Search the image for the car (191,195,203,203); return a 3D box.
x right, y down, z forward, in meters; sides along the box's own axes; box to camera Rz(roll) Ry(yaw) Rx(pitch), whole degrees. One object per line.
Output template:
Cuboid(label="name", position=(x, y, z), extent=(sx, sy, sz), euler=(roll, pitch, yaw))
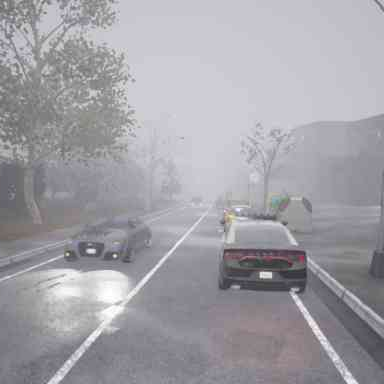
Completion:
Cuboid(label="car", position=(0.878, 1.240, 60.311), extent=(1.882, 1.535, 5.008), euler=(0, 0, -2))

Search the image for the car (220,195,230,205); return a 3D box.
Cuboid(label="car", position=(3.387, 1.277, 24.929), extent=(2.097, 1.767, 4.553), euler=(1, 0, 6))

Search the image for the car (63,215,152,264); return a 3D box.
Cuboid(label="car", position=(-2.698, 1.499, 11.538), extent=(1.994, 1.385, 4.181), euler=(1, 0, 6))

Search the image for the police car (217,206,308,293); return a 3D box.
Cuboid(label="police car", position=(1.720, 1.414, 9.083), extent=(1.930, 1.638, 5.238), euler=(1, 0, 6))

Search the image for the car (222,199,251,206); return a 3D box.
Cuboid(label="car", position=(2.779, 1.405, 19.153), extent=(1.801, 1.575, 5.366), euler=(1, 0, 6))

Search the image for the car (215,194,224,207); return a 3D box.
Cuboid(label="car", position=(4.484, 1.165, 48.082), extent=(2.097, 1.767, 4.553), euler=(0, 0, 3))
